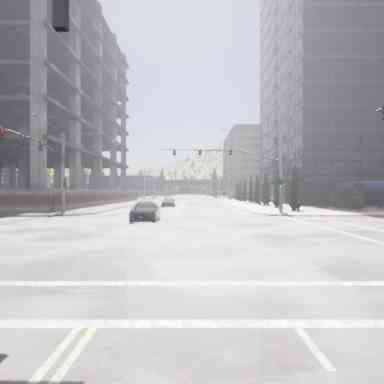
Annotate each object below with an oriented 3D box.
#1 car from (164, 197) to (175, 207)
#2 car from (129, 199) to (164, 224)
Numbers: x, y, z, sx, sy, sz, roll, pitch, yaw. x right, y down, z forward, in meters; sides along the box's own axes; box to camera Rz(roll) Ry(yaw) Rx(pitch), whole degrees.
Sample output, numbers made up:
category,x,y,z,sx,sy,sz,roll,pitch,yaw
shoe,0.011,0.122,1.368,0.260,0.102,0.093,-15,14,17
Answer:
category,x,y,z,sx,sy,sz,roll,pitch,yaw
car,-3.487,1.498,49.849,2.033,1.411,5.357,0,0,0
car,-3.494,1.467,25.169,1.882,1.535,5.008,0,0,0
